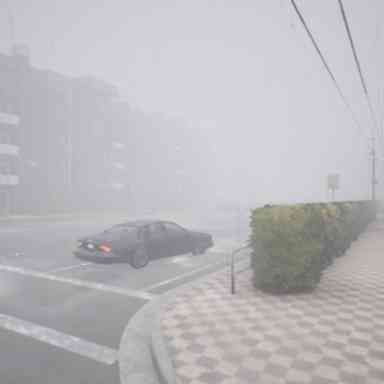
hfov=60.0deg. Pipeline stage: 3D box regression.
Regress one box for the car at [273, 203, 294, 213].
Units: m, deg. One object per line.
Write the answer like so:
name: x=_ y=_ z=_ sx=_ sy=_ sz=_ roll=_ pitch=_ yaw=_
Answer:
car: x=13.594 y=2.298 z=49.181 sx=1.994 sy=1.385 sz=4.181 roll=0 pitch=-1 yaw=31

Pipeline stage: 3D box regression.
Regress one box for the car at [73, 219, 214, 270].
car: x=-1.411 y=1.683 z=11.735 sx=2.033 sy=1.411 sz=5.357 roll=0 pitch=-1 yaw=39

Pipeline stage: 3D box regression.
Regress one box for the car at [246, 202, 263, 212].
car: x=9.480 y=2.221 z=49.153 sx=1.812 sy=1.442 sz=4.674 roll=0 pitch=-1 yaw=31

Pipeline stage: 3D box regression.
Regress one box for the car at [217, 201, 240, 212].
car: x=5.446 y=2.149 z=49.273 sx=2.128 sy=1.511 sz=4.902 roll=0 pitch=-1 yaw=32

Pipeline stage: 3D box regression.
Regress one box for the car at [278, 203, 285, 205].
car: x=10.336 y=2.080 z=36.977 sx=1.812 sy=1.442 sz=4.674 roll=0 pitch=-1 yaw=31
